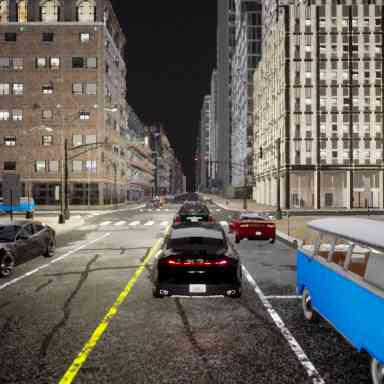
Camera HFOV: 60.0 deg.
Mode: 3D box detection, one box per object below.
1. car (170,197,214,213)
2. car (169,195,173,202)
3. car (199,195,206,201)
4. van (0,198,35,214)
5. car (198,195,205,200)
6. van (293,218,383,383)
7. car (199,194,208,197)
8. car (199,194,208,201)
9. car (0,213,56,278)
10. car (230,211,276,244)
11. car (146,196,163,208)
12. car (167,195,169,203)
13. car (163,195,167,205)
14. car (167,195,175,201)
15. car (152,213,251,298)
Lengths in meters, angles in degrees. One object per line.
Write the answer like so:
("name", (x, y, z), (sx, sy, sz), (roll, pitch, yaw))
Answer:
("car", (0.082, 1.352, 17.566), (2.097, 1.767, 4.553), (0, 0, -1))
("car", (-5.632, 1.518, 70.800), (2.008, 1.369, 4.403), (1, 0, 0))
("car", (2.761, 1.473, 87.918), (1.752, 1.417, 4.829), (1, 0, 0))
("van", (-19.711, 1.525, 37.074), (3.998, 1.788, 1.690), (0, 0, 1))
("car", (2.764, 1.523, 93.400), (1.802, 1.307, 4.206), (1, 0, 0))
("van", (2.704, 1.342, 4.591), (1.690, 1.788, 3.998), (1, 0, 0))
("car", (2.741, 1.530, 59.491), (2.008, 1.369, 4.403), (1, 0, 0))
("car", (2.758, 1.395, 82.097), (1.967, 1.590, 4.097), (1, 0, 0))
("car", (-5.675, 1.567, 10.179), (1.947, 1.339, 4.313), (1, 0, 0))
("car", (2.710, 1.545, 15.744), (1.887, 1.381, 4.507), (1, 0, 0))
("car", (-5.648, 1.572, 48.194), (1.802, 1.307, 4.206), (1, 0, 0))
("car", (-5.640, 1.561, 59.498), (1.802, 1.307, 4.206), (1, 0, 0))
("car", (-5.642, 1.425, 53.847), (1.967, 1.590, 4.097), (1, 0, 0))
("car", (-5.620, 1.474, 87.586), (1.752, 1.417, 4.829), (1, 0, 0))
("car", (0.107, 1.506, 8.473), (1.837, 1.490, 4.892), (0, 0, 0))
